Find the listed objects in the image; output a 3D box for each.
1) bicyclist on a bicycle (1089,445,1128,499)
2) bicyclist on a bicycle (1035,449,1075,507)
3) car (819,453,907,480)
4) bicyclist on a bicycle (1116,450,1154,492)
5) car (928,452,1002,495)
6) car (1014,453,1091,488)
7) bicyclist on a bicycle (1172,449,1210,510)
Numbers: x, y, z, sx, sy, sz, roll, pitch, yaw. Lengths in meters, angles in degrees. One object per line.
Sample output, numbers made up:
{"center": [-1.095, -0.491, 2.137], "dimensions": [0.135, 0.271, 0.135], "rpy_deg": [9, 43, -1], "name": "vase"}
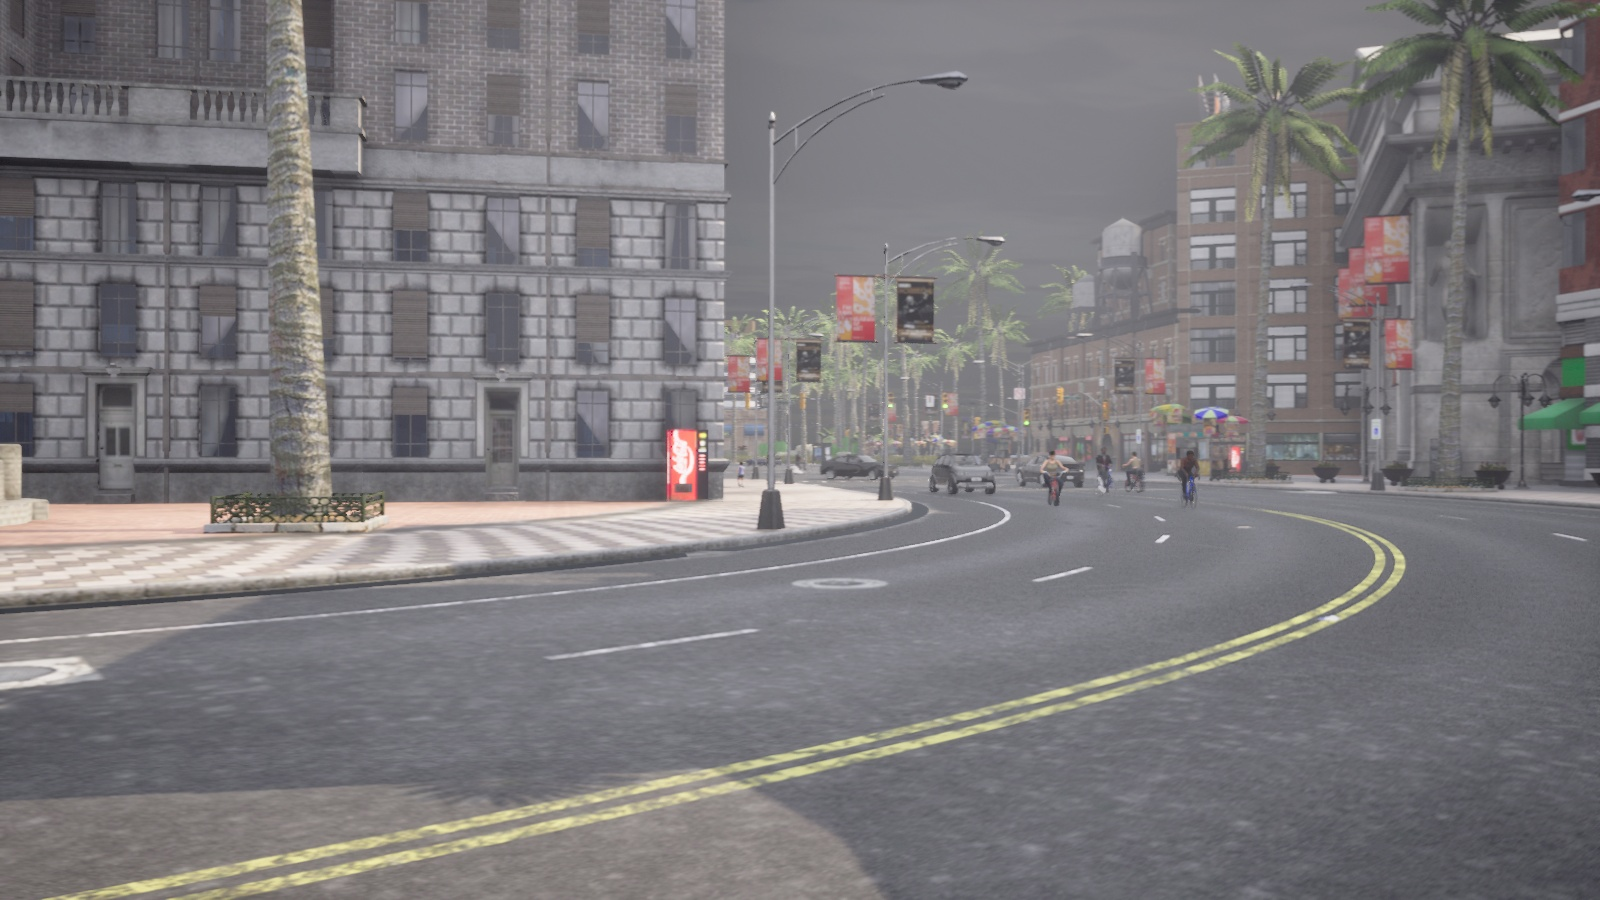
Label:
{"center": [10.487, 0.732, 42.690], "dimensions": [0.659, 1.776, 1.843], "rpy_deg": [0, 0, -7], "name": "bicyclist on a bicycle"}
{"center": [7.304, 0.784, 35.983], "dimensions": [0.866, 1.612, 1.509], "rpy_deg": [-1, 0, 2], "name": "bicyclist on a bicycle"}
{"center": [3.620, 0.961, 73.007], "dimensions": [5.008, 1.535, 1.882], "rpy_deg": [0, -1, 40], "name": "car"}
{"center": [13.052, 0.812, 48.975], "dimensions": [0.866, 1.612, 1.509], "rpy_deg": [0, 0, -9], "name": "bicyclist on a bicycle"}
{"center": [6.201, 0.868, 47.585], "dimensions": [1.789, 1.549, 3.705], "rpy_deg": [0, 0, -10], "name": "car"}
{"center": [11.574, 0.916, 57.942], "dimensions": [1.837, 1.490, 4.892], "rpy_deg": [0, 0, -10], "name": "car"}
{"center": [10.726, 0.785, 34.465], "dimensions": [0.582, 1.620, 1.656], "rpy_deg": [-1, 0, 3], "name": "bicyclist on a bicycle"}
